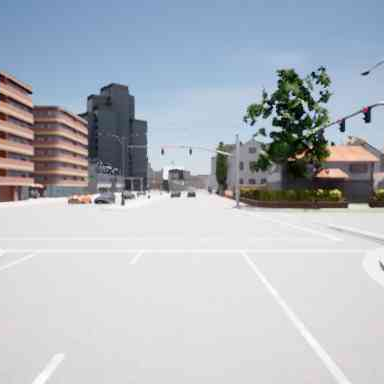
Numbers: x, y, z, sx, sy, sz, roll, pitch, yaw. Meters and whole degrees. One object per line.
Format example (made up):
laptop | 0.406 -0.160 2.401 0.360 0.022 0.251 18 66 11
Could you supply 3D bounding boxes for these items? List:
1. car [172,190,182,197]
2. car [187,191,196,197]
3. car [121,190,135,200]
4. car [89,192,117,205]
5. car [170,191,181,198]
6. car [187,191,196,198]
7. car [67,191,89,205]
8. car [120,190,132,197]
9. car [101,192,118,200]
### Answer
car | -3.592 0.373 81.702 2.128 1.511 4.902 0 1 0
car | -0.092 0.400 81.706 1.994 1.385 4.181 0 1 0
car | -11.604 0.713 60.745 2.033 1.411 5.357 0 1 1
car | -11.636 0.933 44.684 2.033 1.411 5.357 0 1 0
car | -3.580 0.545 71.287 2.128 1.511 4.902 0 1 0
car | -0.080 0.498 71.290 1.882 1.535 5.008 0 1 0
car | -15.131 0.734 44.925 2.097 1.767 4.553 0 1 0
car | -15.085 0.358 75.919 1.812 1.442 4.674 0 1 0
car | -15.106 0.728 60.840 1.994 1.385 4.181 0 1 1
